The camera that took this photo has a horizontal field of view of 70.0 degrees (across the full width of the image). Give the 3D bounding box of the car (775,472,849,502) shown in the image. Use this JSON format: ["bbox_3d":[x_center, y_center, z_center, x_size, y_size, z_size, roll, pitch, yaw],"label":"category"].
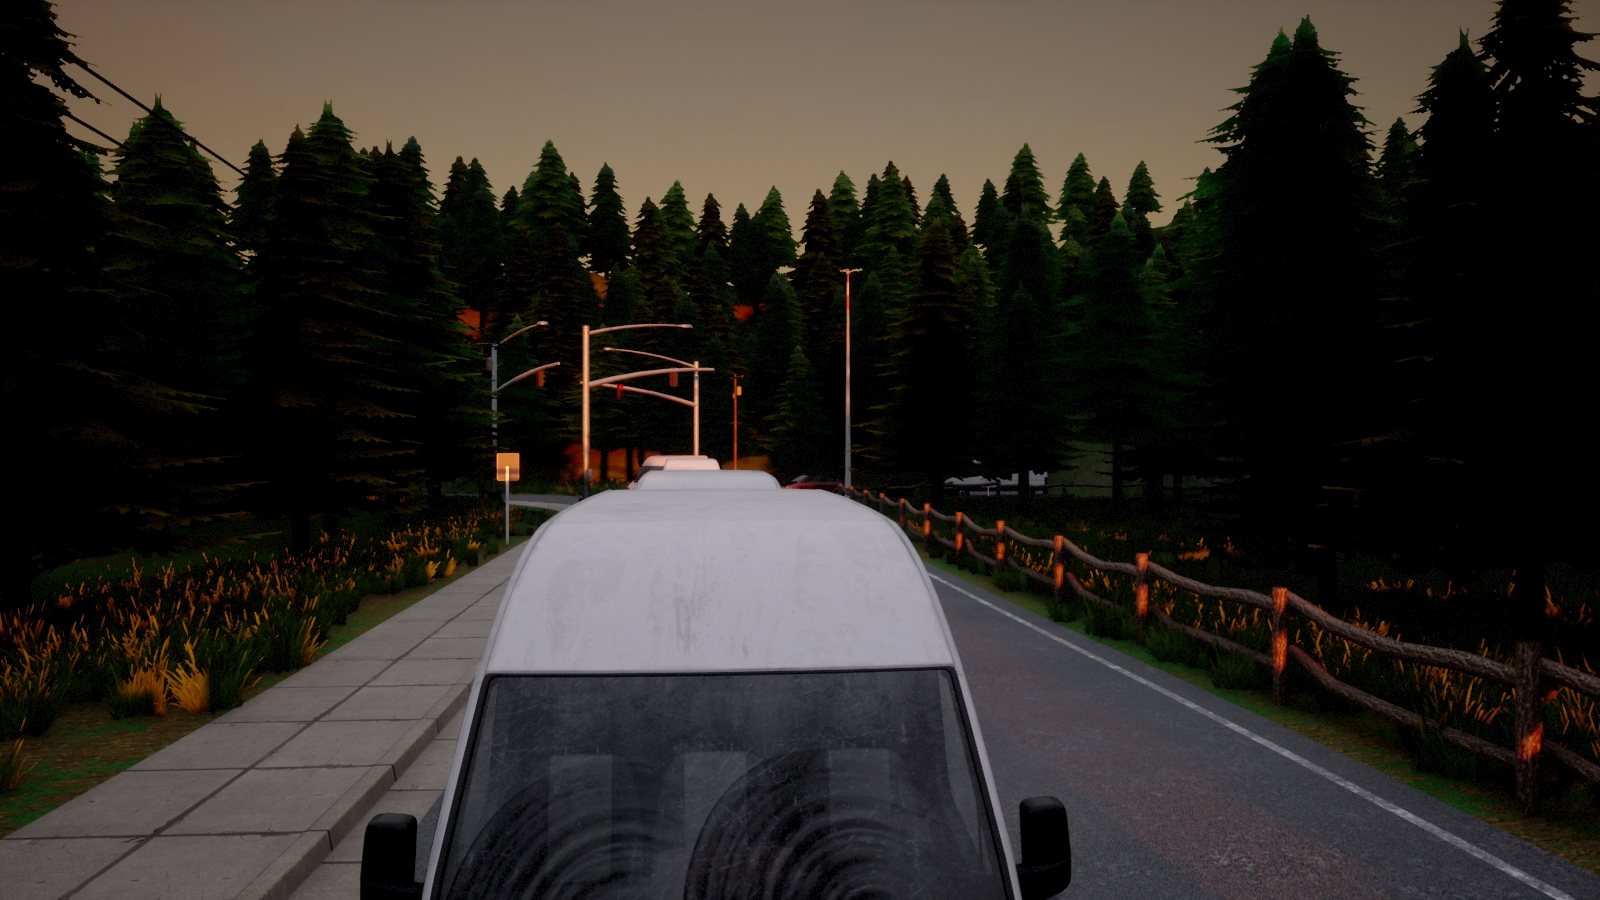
[{"bbox_3d":[0.658,2.026,63.067,3.705,1.549,1.789,0,0,-20],"label":"car"}]

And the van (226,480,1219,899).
[{"bbox_3d":[-0.363,1.500,5.240,1.988,2.561,5.915,0,0,-5],"label":"van"}]

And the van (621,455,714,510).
[{"bbox_3d":[-6.400,1.516,56.036,1.988,2.561,5.915,0,0,22],"label":"van"}]
